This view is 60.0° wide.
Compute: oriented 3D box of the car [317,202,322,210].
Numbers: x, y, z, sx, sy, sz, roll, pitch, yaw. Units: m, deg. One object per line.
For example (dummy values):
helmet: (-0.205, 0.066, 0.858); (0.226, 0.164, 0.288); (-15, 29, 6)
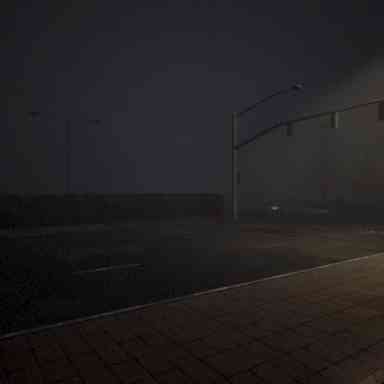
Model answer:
car: (17.597, 1.525, 40.603); (1.812, 1.442, 4.674); (-1, 1, -37)

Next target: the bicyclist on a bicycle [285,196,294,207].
bicyclist on a bicycle: (14.428, 1.453, 49.143); (1.656, 1.620, 0.582); (0, 0, -22)

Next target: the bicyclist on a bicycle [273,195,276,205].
bicyclist on a bicycle: (13.464, 1.300, 54.058); (0.582, 1.620, 1.656); (0, 0, 22)

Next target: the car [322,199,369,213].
car: (16.949, 1.563, 36.376); (4.181, 1.385, 1.994); (0, 0, 41)

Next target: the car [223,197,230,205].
car: (4.089, 1.491, 54.639); (2.128, 1.511, 4.902); (0, 0, -34)
